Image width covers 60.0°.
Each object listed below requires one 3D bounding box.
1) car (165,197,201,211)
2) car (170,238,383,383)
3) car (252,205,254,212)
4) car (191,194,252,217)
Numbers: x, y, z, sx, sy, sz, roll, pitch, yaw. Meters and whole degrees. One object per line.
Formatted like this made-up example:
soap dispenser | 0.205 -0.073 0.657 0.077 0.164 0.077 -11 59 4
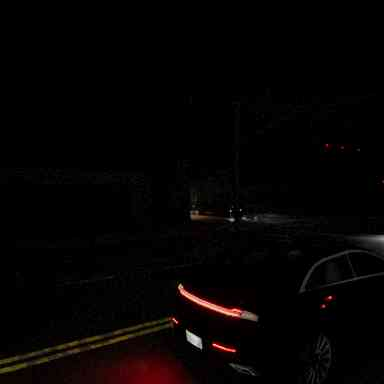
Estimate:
car | -1.243 1.492 42.265 2.128 1.511 4.902 0 0 -37
car | 1.998 1.492 5.255 4.902 1.511 2.128 0 0 -35
car | 4.295 1.478 34.845 1.882 1.535 5.008 0 0 -37
car | 2.578 1.222 31.302 2.150 2.045 5.566 0 0 -36
